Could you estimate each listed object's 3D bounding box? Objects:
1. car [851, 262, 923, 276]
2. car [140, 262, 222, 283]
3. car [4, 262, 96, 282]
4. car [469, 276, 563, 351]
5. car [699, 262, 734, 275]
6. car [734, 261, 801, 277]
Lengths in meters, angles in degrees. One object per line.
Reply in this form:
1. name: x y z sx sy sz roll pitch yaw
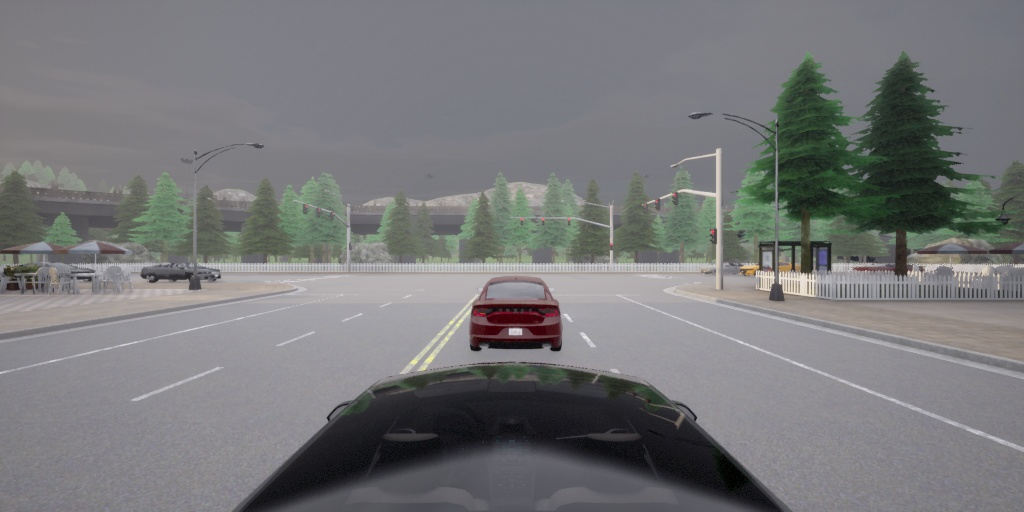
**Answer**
1. car: 34.156 1.295 32.901 4.718 1.301 1.895 0 0 3
2. car: -24.137 1.186 26.256 4.902 1.511 2.128 0 0 -2
3. car: -33.609 1.172 26.197 5.008 1.535 1.882 0 0 -2
4. car: 0.103 1.228 9.002 1.882 1.535 5.008 0 0 1
5. car: 21.882 1.295 36.659 4.718 1.301 1.895 0 0 1
6. car: 23.818 1.172 33.127 5.008 1.535 1.882 0 0 1
